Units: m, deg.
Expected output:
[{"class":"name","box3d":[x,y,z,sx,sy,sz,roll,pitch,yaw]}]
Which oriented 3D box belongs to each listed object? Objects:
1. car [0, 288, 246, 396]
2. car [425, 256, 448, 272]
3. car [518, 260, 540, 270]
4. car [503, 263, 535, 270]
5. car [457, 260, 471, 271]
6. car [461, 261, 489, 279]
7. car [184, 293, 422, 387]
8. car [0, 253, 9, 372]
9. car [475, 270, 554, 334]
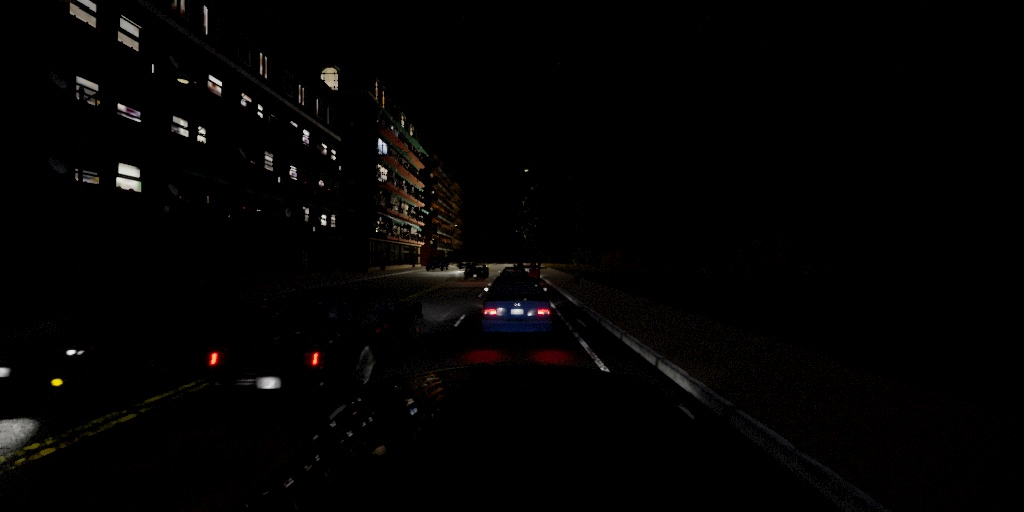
[{"class":"car","box3d":[-6.595,1.315,6.609,1.994,1.385,4.181,0,0,0]},{"class":"car","box3d":[-9.790,0.974,47.104,2.150,2.045,5.566,0,0,0]},{"class":"car","box3d":[1.173,1.104,29.833,2.097,1.767,4.553,0,0,0]},{"class":"car","box3d":[0.118,1.317,20.898,1.994,1.385,4.181,0,0,1]},{"class":"car","box3d":[-6.535,1.244,50.140,2.128,1.511,4.902,0,0,0]},{"class":"car","box3d":[-3.111,1.354,32.385,1.895,1.301,4.718,0,0,0]},{"class":"car","box3d":[-3.146,1.352,6.871,1.895,1.301,4.718,0,0,0]},{"class":"car","box3d":[-9.849,0.972,3.466,2.150,2.045,5.566,0,0,0]},{"class":"car","box3d":[0.112,1.299,10.565,2.033,1.411,5.357,0,0,0]}]
